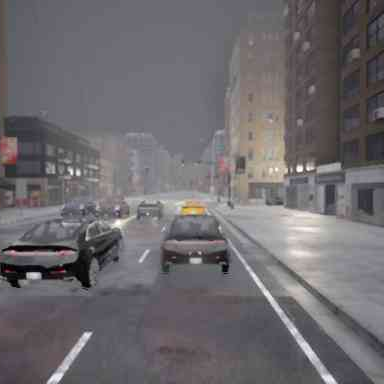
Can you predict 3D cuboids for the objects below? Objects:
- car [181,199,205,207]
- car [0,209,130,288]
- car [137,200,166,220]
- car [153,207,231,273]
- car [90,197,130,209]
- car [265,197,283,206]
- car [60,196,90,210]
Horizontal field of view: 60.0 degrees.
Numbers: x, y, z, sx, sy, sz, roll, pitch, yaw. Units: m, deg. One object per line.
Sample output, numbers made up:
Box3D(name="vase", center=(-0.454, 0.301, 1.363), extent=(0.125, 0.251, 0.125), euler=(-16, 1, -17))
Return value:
Box3D(name="car", center=(0.091, 1.331, 27.446), extent=(1.882, 1.535, 5.008), euler=(0, 0, 0))
Box3D(name="car", center=(-3.152, 1.442, 9.048), extent=(2.128, 1.511, 4.902), euler=(0, 0, 0))
Box3D(name="car", center=(-3.158, 1.351, 26.246), extent=(2.128, 1.511, 4.902), euler=(0, 0, 0))
Box3D(name="car", center=(0.095, 1.434, 10.445), extent=(2.128, 1.511, 4.902), euler=(0, 0, 0))
Box3D(name="car", center=(-6.591, 1.203, 27.841), extent=(2.097, 1.767, 4.553), euler=(0, 0, 0))
Box3D(name="car", center=(12.382, 1.343, 46.511), extent=(4.313, 1.339, 1.947), euler=(0, 1, 0))
Box3D(name="car", center=(-9.836, 1.196, 29.232), extent=(2.097, 1.767, 4.553), euler=(0, 0, 0))
